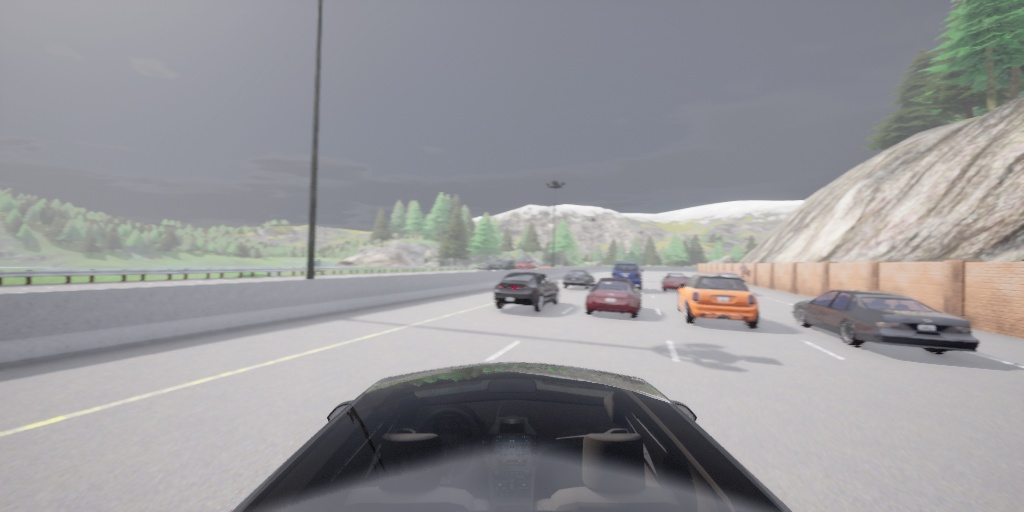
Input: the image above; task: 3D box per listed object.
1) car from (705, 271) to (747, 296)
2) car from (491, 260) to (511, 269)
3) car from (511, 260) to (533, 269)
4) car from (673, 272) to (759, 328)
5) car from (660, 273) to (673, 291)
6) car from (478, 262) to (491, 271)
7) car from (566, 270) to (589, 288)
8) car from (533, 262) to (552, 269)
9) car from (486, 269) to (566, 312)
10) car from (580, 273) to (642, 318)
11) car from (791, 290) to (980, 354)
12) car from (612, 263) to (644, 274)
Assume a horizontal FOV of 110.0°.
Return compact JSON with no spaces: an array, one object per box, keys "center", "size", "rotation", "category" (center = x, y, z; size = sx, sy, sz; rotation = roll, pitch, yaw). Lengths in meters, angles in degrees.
[{"center":[16.289,2.005,27.553],"size":[1.882,1.535,5.008],"rotation":[1,0,20],"category":"car"},{"center":[-1.022,1.702,62.360],"size":[2.150,2.045,5.566],"rotation":[1,-1,20],"category":"car"},{"center":[2.270,1.779,61.194],"size":[2.150,2.045,5.566],"rotation":[1,-1,20],"category":"car"},{"center":[7.475,1.456,13.426],"size":[2.097,1.767,4.553],"rotation":[1,-1,20],"category":"car"},{"center":[12.609,1.991,27.691],"size":[1.994,1.385,4.181],"rotation":[1,-1,20],"category":"car"},{"center":[-4.309,1.898,63.574],"size":[2.128,1.511,4.902],"rotation":[1,-1,20],"category":"car"},{"center":[5.254,1.773,27.992],"size":[2.033,1.411,5.357],"rotation":[1,-1,20],"category":"car"},{"center":[5.613,1.990,60.174],"size":[2.097,1.767,4.553],"rotation":[1,-1,20],"category":"car"},{"center":[0.777,1.446,15.504],"size":[1.837,1.490,4.892],"rotation":[1,-2,20],"category":"car"},{"center":[4.266,1.598,14.851],"size":[1.994,1.385,4.181],"rotation":[1,-1,20],"category":"car"},{"center":[10.030,1.684,10.276],"size":[2.033,1.411,5.357],"rotation":[1,-1,20],"category":"car"},{"center":[8.903,1.547,27.753],"size":[2.150,2.045,5.566],"rotation":[1,-1,20],"category":"car"}]
